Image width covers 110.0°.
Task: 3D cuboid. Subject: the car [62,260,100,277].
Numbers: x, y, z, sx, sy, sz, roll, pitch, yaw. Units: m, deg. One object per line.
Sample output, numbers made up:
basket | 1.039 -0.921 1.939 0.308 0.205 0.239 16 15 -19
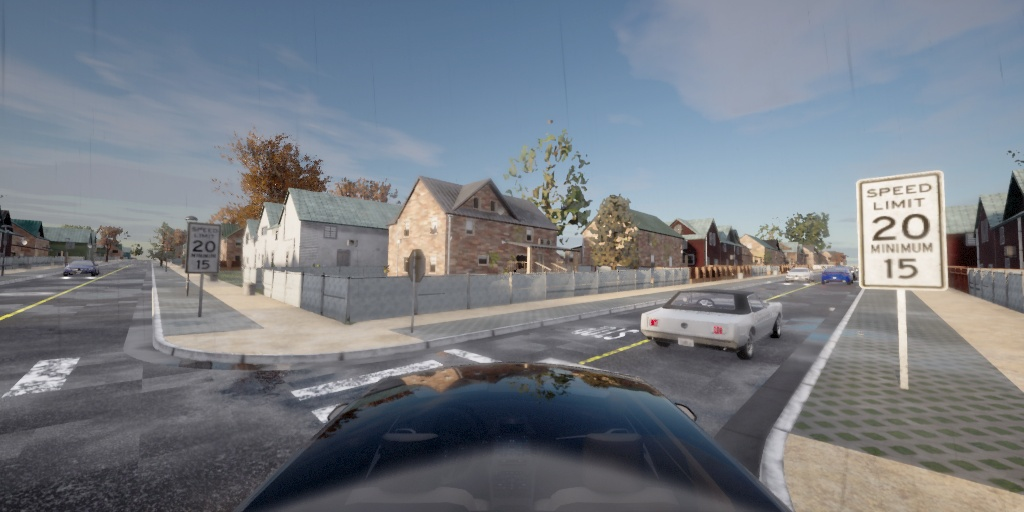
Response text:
car | -40.005 1.129 33.407 4.674 1.442 1.812 0 -3 45

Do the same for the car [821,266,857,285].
car | 28.916 1.720 31.861 5.008 1.535 1.882 1 -2 -44

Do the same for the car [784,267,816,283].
car | 28.324 1.855 35.208 4.674 1.442 1.812 1 -2 -44

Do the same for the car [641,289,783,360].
car | 5.025 1.441 8.633 4.718 1.301 1.895 1 -2 -44
